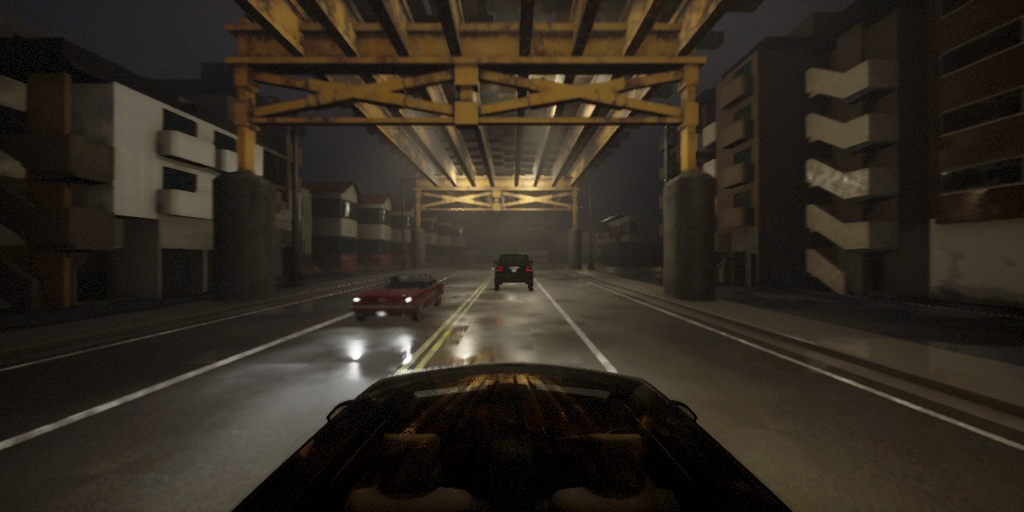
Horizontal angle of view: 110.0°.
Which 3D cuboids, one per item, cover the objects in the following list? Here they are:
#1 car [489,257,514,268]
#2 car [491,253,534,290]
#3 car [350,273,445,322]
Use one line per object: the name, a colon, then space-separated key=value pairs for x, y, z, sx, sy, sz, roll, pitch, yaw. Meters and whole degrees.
car: x=-1.474 y=0.916 z=53.164 sx=2.033 sy=1.411 sz=5.357 roll=0 pitch=0 yaw=16
car: x=0.108 y=0.826 z=21.319 sx=2.150 sy=2.045 sz=5.566 roll=0 pitch=0 yaw=0
car: x=-3.593 y=1.275 z=12.109 sx=1.895 sy=1.301 sz=4.718 roll=0 pitch=0 yaw=0
